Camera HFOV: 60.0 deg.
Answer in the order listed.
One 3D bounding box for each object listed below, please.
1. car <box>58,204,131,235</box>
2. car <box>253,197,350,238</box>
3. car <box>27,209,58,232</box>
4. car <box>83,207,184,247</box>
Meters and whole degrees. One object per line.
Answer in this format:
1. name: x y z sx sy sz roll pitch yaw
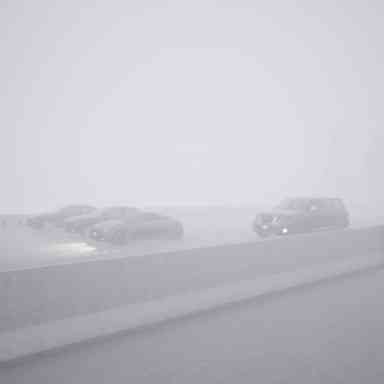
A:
1. car: -4.304 1.488 18.087 5.008 1.535 1.882 0 0 -35
2. car: 5.527 1.247 16.437 5.566 2.045 2.150 1 0 -35
3. car: -7.289 1.486 20.264 5.008 1.535 1.882 0 0 -35
4. car: -2.424 1.574 15.130 4.181 1.385 1.994 0 0 -35
